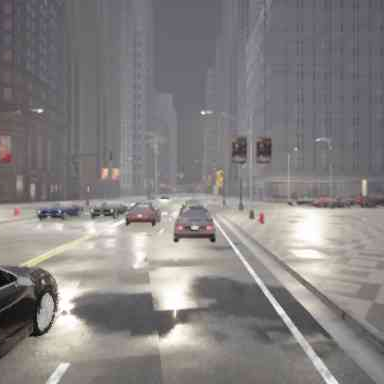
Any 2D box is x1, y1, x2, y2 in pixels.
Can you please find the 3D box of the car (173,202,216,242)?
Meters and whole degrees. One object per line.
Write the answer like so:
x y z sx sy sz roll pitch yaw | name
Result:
0.105 1.414 15.438 2.033 1.411 5.357 0 0 0 | car

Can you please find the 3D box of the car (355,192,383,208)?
20.950 0.953 36.997 5.009 1.841 2.192 0 0 -1 | car

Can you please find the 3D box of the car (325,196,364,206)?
20.820 1.228 45.521 4.313 1.339 1.947 0 0 -1 | car

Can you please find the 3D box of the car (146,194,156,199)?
-9.758 1.175 79.379 1.837 1.490 4.892 0 0 0 | car

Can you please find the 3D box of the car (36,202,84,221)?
-9.805 1.409 25.051 1.895 1.301 4.718 0 0 0 | car

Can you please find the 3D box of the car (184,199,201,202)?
0.044 1.312 25.176 1.837 1.490 4.892 0 0 1 | car

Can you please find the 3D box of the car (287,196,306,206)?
15.181 1.248 45.433 4.313 1.339 1.947 0 0 -1 | car

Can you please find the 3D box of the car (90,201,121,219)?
-6.543 1.402 26.431 1.895 1.301 4.718 0 0 1 | car

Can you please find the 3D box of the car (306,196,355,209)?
15.312 1.240 36.909 4.206 1.307 1.802 0 0 -1 | car

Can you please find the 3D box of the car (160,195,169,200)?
-6.508 1.270 79.349 1.895 1.301 4.718 0 0 0 | car

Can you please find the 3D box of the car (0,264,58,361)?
-3.151 1.468 3.649 1.837 1.490 4.892 0 1 0 | car

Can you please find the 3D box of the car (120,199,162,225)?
-3.152 1.387 22.081 1.994 1.385 4.181 0 0 0 | car

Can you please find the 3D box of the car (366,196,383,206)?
26.459 1.227 45.609 4.206 1.307 1.802 0 0 -1 | car
